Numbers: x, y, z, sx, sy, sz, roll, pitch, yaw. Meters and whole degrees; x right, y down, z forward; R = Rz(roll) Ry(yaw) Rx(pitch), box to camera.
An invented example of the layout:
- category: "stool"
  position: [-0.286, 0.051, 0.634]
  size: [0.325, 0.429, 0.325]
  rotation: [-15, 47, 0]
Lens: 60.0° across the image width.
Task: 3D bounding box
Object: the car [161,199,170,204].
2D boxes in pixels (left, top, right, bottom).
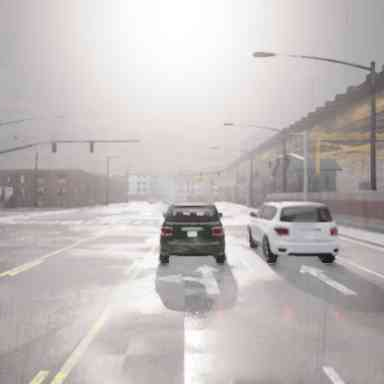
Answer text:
- category: "car"
  position: [-6.887, 2.483, 87.472]
  size: [2.033, 1.411, 5.357]
  rotation: [0, -1, 0]

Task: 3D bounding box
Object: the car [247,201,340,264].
- category: "car"
  position: [3.525, 1.361, 12.545]
  size: [2.150, 2.045, 5.566]
  rotation: [0, 0, 0]

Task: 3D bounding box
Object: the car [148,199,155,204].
- category: "car"
  position: [-10.387, 2.466, 87.292]
  size: [1.812, 1.442, 4.674]
  rotation: [0, -1, 0]

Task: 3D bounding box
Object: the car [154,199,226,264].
- category: "car"
  position: [0.025, 1.362, 12.568]
  size: [2.150, 2.045, 5.566]
  rotation: [0, 0, 0]
